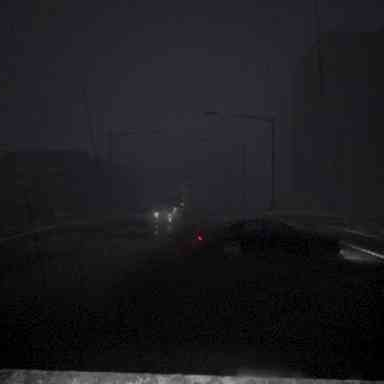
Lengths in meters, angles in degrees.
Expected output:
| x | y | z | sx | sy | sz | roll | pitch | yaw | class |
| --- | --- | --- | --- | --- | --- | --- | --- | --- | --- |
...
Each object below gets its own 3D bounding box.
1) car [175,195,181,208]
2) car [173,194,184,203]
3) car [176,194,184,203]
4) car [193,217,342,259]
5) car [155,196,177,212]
| x | y | z | sx | sy | sz | roll | pitch | yaw | class |
| --- | --- | --- | --- | --- | --- | --- | --- | --- | --- |
| -2.988 | 1.538 | 47.872 | 1.994 | 1.385 | 4.181 | 0 | 0 | 1 | car |
| -2.695 | 1.250 | 66.932 | 2.097 | 1.767 | 4.553 | 0 | 0 | 1 | car |
| -2.840 | 1.486 | 56.734 | 2.033 | 1.411 | 5.357 | 0 | 0 | 1 | car |
| 2.733 | 1.702 | 12.742 | 5.357 | 1.411 | 2.033 | 0 | 0 | 0 | car |
| -3.119 | 1.514 | 38.985 | 1.837 | 1.490 | 4.892 | 0 | 0 | 1 | car |
